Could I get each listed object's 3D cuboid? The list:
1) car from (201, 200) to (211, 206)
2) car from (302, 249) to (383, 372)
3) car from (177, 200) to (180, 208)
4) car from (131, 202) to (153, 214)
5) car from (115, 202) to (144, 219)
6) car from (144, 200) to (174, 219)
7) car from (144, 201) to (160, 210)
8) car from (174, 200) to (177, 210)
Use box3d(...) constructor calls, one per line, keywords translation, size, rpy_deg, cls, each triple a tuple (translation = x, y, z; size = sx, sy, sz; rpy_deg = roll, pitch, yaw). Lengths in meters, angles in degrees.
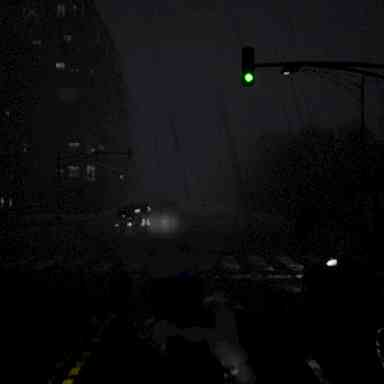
box3d(translation=(3.225, 2.492, 76.238), size=(1.882, 1.535, 5.008), rpy_deg=(0, -1, 0), cls="car")
box3d(translation=(3.347, 1.637, 5.508), size=(1.994, 1.385, 4.181), rpy_deg=(0, -1, 0), cls="car")
box3d(translation=(-3.355, 2.220, 54.414), size=(1.837, 1.490, 4.892), rpy_deg=(0, 0, 0), cls="car")
box3d(translation=(-6.612, 2.074, 44.462), size=(2.128, 1.511, 4.902), rpy_deg=(0, -1, 0), cls="car")
box3d(translation=(-6.612, 2.002, 34.854), size=(2.033, 1.411, 5.357), rpy_deg=(0, -1, 0), cls="car")
box3d(translation=(-3.360, 1.804, 34.684), size=(2.097, 1.767, 4.553), rpy_deg=(0, -1, 0), cls="car")
box3d(translation=(-6.601, 2.225, 55.615), size=(2.128, 1.511, 4.902), rpy_deg=(0, -1, 0), cls="car")
box3d(translation=(-3.356, 2.098, 43.667), size=(1.812, 1.442, 4.674), rpy_deg=(0, -1, 0), cls="car")
